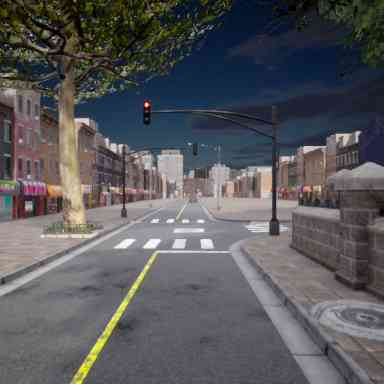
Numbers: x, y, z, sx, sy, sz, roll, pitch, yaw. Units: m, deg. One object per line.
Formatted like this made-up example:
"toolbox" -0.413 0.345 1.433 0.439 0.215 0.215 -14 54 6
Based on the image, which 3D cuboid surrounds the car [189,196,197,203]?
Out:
"car" 0.249 1.662 73.554 2.128 1.511 4.902 0 0 0
